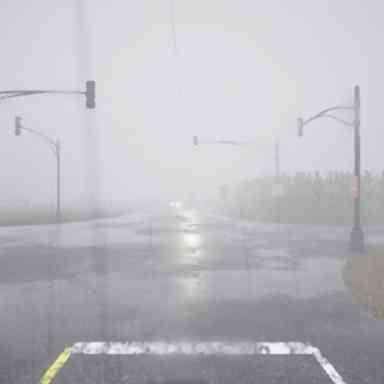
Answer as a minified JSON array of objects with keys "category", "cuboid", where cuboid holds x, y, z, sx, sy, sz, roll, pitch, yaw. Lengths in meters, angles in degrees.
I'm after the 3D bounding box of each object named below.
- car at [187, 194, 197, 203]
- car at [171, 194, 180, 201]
[{"category":"car","cuboid":[-0.020,1.629,67.660,1.895,1.301,4.718,0,0,0]},{"category":"car","cuboid":[-3.520,1.164,71.809,2.128,1.511,4.902,0,0,0]}]
